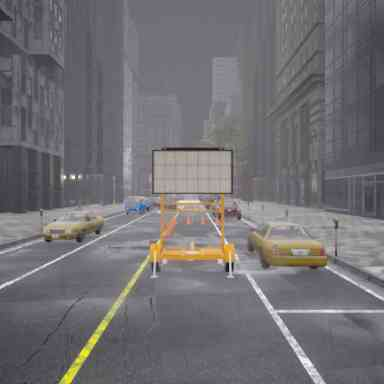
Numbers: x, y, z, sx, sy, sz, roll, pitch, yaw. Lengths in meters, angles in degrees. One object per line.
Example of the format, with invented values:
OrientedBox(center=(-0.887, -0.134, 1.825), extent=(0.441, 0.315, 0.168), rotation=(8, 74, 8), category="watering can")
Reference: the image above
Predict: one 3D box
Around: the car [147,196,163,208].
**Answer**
OrientedBox(center=(-5.581, 1.458, 50.296), extent=(1.967, 1.590, 4.097), rotation=(0, 0, 0), category="car")

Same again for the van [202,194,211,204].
OrientedBox(center=(2.974, 1.391, 67.186), extent=(1.690, 1.788, 3.998), rotation=(0, 0, 0), category="van")

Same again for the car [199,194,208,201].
OrientedBox(center=(3.012, 1.435, 89.744), extent=(2.192, 1.841, 5.009), rotation=(0, 0, 0), category="car")

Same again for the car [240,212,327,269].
OrientedBox(center=(2.884, 1.521, 10.994), extent=(1.752, 1.417, 4.829), rotation=(0, 0, 1), category="car")

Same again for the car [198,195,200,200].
OrientedBox(center=(2.993, 1.659, 78.465), extent=(1.802, 1.307, 4.206), rotation=(0, 0, 0), category="car")

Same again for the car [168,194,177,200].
OrientedBox(center=(-5.504, 1.457, 95.407), extent=(2.192, 1.841, 5.009), rotation=(0, 0, 0), category="car")

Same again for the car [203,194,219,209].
OrientedBox(center=(2.935, 1.323, 44.628), extent=(2.192, 1.841, 5.009), rotation=(0, 0, 0), category="car")

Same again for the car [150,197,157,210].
OrientedBox(center=(-5.600, 1.565, 39.017), extent=(1.947, 1.339, 4.313), rotation=(0, 0, 0), category="car")

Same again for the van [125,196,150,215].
OrientedBox(center=(-5.609, 1.335, 33.379), extent=(1.690, 1.788, 3.998), rotation=(0, 0, 0), category="van")

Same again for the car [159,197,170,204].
OrientedBox(center=(-5.551, 1.632, 67.213), extent=(1.802, 1.307, 4.206), rotation=(0, 0, 0), category="car")

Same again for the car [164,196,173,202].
OrientedBox(center=(-5.533, 1.602, 78.320), extent=(1.752, 1.417, 4.829), rotation=(0, 0, 0), category="car")

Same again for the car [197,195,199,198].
OrientedBox(center=(3.002, 1.663, 84.103), extent=(1.947, 1.339, 4.313), rotation=(0, 0, 0), category="car")

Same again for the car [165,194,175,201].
OrientedBox(center=(-5.523, 1.412, 84.128), extent=(2.192, 1.841, 5.009), rotation=(0, 0, 0), category="car")

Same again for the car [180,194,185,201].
OrientedBox(center=(-2.845, 1.624, 89.301), extent=(1.837, 1.490, 4.892), rotation=(0, -1, 0), category="car")

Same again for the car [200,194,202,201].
OrientedBox(center=(2.964, 1.480, 61.546), extent=(1.967, 1.590, 4.097), rotation=(0, 0, 0), category="car")

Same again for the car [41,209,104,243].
OrientedBox(center=(-5.640, 1.519, 16.254), extent=(1.752, 1.417, 4.829), rotation=(0, 0, 1), category="car")

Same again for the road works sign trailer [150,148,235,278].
OrientedBox(center=(0.016, 0.461, 10.109), extent=(2.380, 3.560, 2.880), rotation=(0, 0, 0), category="road works sign trailer")

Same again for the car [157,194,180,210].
OrientedBox(center=(-3.027, 1.356, 42.000), extent=(2.097, 1.767, 4.553), rotation=(0, 0, 0), category="car")

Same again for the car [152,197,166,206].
OrientedBox(center=(-5.571, 1.574, 55.934), extent=(1.887, 1.381, 4.507), rotation=(0, 0, 0), category="car")

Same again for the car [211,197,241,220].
OrientedBox(center=(2.906, 1.431, 27.710), extent=(1.967, 1.590, 4.097), rotation=(0, 0, 0), category="car")

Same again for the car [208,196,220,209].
OrientedBox(center=(2.916, 1.434, 33.348), extent=(1.967, 1.590, 4.097), rotation=(0, 0, 0), category="car")

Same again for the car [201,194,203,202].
OrientedBox(center=(2.945, 1.333, 50.267), extent=(2.192, 1.841, 5.009), rotation=(0, 0, 0), category="car")
